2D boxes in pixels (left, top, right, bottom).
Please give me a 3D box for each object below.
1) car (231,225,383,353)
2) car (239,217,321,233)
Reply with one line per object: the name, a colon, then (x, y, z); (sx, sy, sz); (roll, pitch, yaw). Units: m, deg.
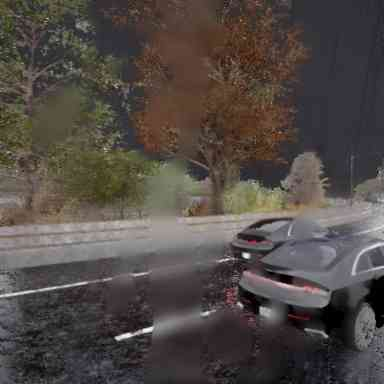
car: (3.005, 1.559, 6.299); (4.902, 1.511, 2.128); (1, -1, -38)
car: (3.421, 1.616, 11.213); (4.892, 1.490, 1.837); (1, 0, -41)
